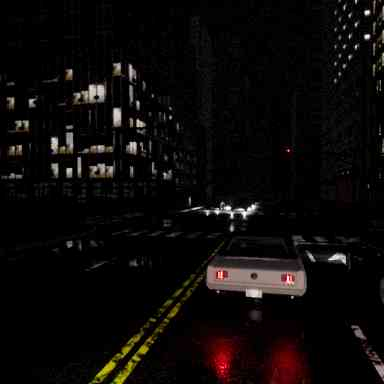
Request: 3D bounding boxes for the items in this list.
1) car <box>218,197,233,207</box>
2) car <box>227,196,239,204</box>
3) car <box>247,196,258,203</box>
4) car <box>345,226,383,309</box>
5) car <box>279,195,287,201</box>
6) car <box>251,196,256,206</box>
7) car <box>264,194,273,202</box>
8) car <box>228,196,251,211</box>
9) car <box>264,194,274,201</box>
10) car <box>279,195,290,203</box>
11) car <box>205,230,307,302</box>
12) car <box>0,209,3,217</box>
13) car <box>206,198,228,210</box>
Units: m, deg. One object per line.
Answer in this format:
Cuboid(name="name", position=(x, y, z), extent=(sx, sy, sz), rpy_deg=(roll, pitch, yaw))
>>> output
Cuboid(name="car", position=(5.412, 1.565, 53.037), extent=(1.895, 1.301, 4.718), rpy_deg=(0, 0, 13))
Cuboid(name="car", position=(7.836, 1.457, 63.167), extent=(1.837, 1.490, 4.892), rpy_deg=(0, 0, 14))
Cuboid(name="car", position=(12.768, 1.483, 69.735), extent=(2.033, 1.411, 5.357), rpy_deg=(0, 0, 13))
Cuboid(name="car", position=(4.825, 1.501, 7.437), extent=(1.837, 1.490, 4.892), rpy_deg=(0, 0, 13))
Cuboid(name="car", position=(21.811, 1.352, 79.818), extent=(1.895, 1.301, 4.718), rpy_deg=(0, 0, 13))
Cuboid(name="car", position=(7.974, 1.458, 49.731), extent=(2.128, 1.511, 4.902), rpy_deg=(0, 0, 13))
Cuboid(name="car", position=(16.363, 1.527, 70.826), extent=(1.895, 1.301, 4.718), rpy_deg=(0, 0, 13))
Cuboid(name="car", position=(5.861, 1.502, 40.728), extent=(1.812, 1.442, 4.674), rpy_deg=(0, 0, 13))
Cuboid(name="car", position=(18.640, 1.283, 80.532), extent=(2.128, 1.511, 4.902), rpy_deg=(0, 0, 13))
Cuboid(name="car", position=(19.425, 1.471, 69.647), extent=(2.033, 1.411, 5.357), rpy_deg=(0, 0, 13))
Cuboid(name="car", position=(1.695, 1.597, 8.337), extent=(1.895, 1.301, 4.718), rpy_deg=(0, 0, 14))
Cuboid(name="car", position=(-17.348, 1.434, 26.651), extent=(4.313, 1.339, 1.947), rpy_deg=(1, 1, 14))
Cuboid(name="car", position=(3.091, 1.522, 43.168), extent=(2.033, 1.411, 5.357), rpy_deg=(0, 0, 13))
